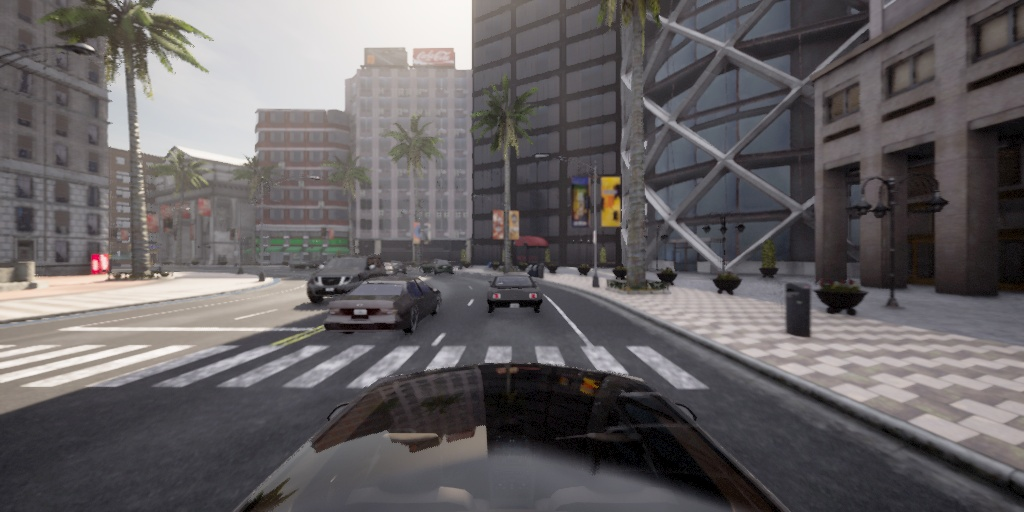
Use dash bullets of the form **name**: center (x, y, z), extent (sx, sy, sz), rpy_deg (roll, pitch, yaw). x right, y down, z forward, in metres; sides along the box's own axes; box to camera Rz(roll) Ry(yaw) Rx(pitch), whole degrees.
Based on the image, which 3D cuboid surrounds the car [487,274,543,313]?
- **car**: center (-0.010, 1.351, 14.060), extent (1.895, 1.301, 4.718), rpy_deg (0, 0, -3)

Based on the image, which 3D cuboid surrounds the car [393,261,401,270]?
- **car**: center (-9.739, 1.243, 26.741), extent (2.128, 1.511, 4.902), rpy_deg (0, 0, -22)

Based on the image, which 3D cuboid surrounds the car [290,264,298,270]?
- **car**: center (-28.594, 1.353, 49.847), extent (4.718, 1.301, 1.895), rpy_deg (0, 0, 22)

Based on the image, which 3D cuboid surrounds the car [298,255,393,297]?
- **car**: center (-7.467, 0.972, 16.898), extent (2.150, 2.045, 5.566), rpy_deg (0, 0, -6)

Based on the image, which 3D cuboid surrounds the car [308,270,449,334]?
- **car**: center (-3.413, 1.298, 10.542), extent (2.033, 1.411, 5.357), rpy_deg (0, 0, 0)

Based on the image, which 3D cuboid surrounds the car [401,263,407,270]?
- **car**: center (-13.031, 1.277, 38.837), extent (1.812, 1.442, 4.674), rpy_deg (0, 0, -41)

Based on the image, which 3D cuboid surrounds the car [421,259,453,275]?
- **car**: center (-8.046, 1.103, 38.098), extent (2.097, 1.767, 4.553), rpy_deg (0, 0, -35)
